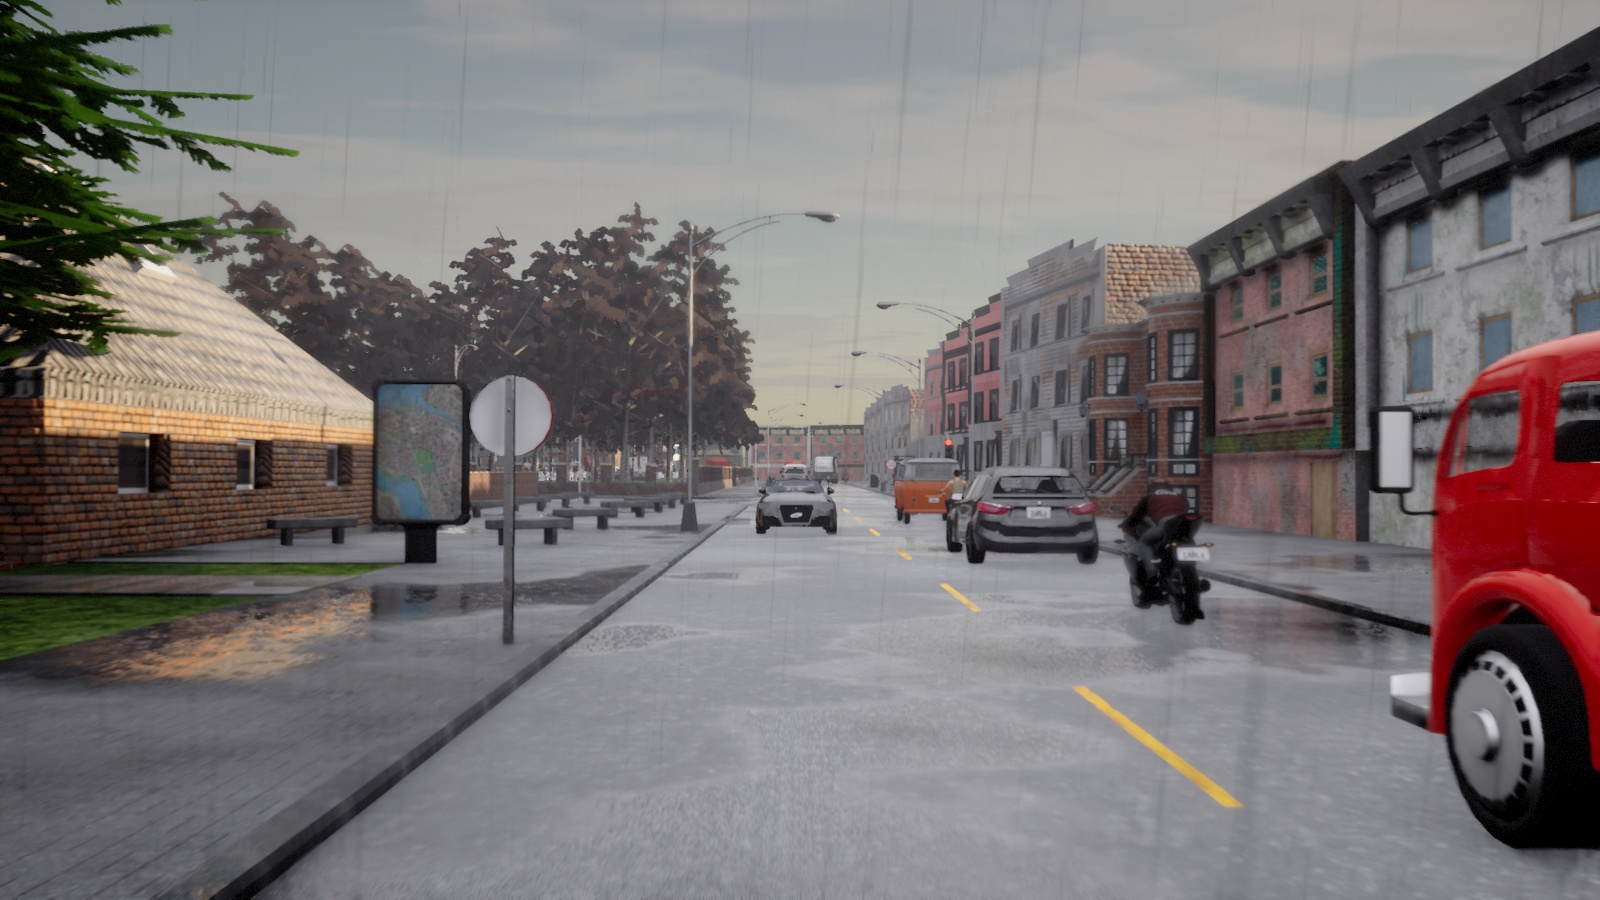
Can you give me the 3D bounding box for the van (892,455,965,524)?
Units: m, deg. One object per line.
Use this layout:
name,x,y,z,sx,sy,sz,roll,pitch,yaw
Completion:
van,3.900,1.191,38.656,1.775,1.987,4.442,0,-1,0

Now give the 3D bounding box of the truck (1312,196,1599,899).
truck,3.990,0.376,3.909,2.627,2.467,5.204,0,-1,0

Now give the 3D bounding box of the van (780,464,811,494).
van,-0.320,1.967,86.273,2.069,2.038,4.480,0,-1,0

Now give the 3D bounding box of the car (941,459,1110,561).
car,3.942,1.021,22.825,2.242,1.667,4.611,0,-1,0

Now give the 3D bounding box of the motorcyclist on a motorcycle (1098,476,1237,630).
motorcyclist on a motorcycle,3.966,1.061,13.766,0.866,1.530,2.191,0,-1,0

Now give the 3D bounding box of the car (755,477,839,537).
car,-0.078,1.409,32.048,1.994,1.385,4.181,0,-1,0
